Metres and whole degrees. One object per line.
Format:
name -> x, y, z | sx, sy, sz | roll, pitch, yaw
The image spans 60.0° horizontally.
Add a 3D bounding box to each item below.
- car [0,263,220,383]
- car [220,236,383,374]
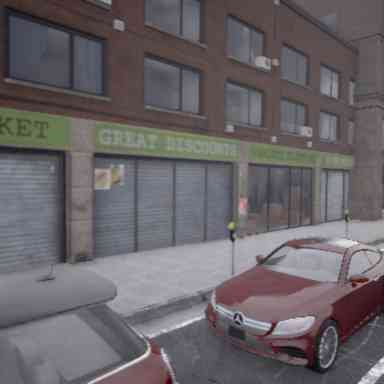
car -> -2.005, 1.338, 1.600 | 4.097, 1.590, 1.967 | -1, 2, -43
car -> 2.067, 1.440, 5.425 | 4.206, 1.307, 1.802 | -1, 2, -43
